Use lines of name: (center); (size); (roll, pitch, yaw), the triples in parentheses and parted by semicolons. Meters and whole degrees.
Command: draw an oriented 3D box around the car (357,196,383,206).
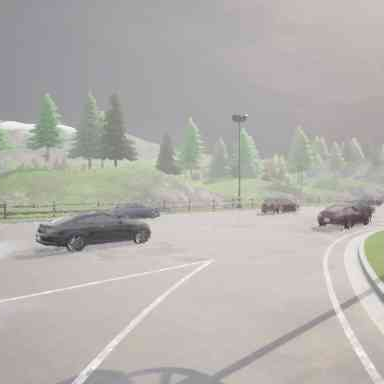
car: (28.098, 1.352, 52.081); (4.553, 1.767, 2.097); (0, 0, -42)

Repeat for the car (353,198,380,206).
car: (15.201, 1.547, 31.015); (5.357, 1.411, 2.033); (0, 0, -42)

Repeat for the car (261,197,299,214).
car: (9.352, 1.353, 35.165); (4.553, 1.767, 2.097); (0, 0, -42)

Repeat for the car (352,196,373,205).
car: (30.148, 1.525, 58.776); (4.674, 1.442, 1.812); (0, 0, -42)

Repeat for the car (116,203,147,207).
car: (-4.728, 1.563, 27.174); (4.181, 1.385, 1.994); (0, 0, -42)

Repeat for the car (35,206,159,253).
car: (-3.915, 1.525, 13.766); (4.674, 1.442, 1.812); (0, 0, -42)

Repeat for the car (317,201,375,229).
car: (9.770, 1.525, 21.400); (4.674, 1.442, 1.812); (0, 0, -42)
